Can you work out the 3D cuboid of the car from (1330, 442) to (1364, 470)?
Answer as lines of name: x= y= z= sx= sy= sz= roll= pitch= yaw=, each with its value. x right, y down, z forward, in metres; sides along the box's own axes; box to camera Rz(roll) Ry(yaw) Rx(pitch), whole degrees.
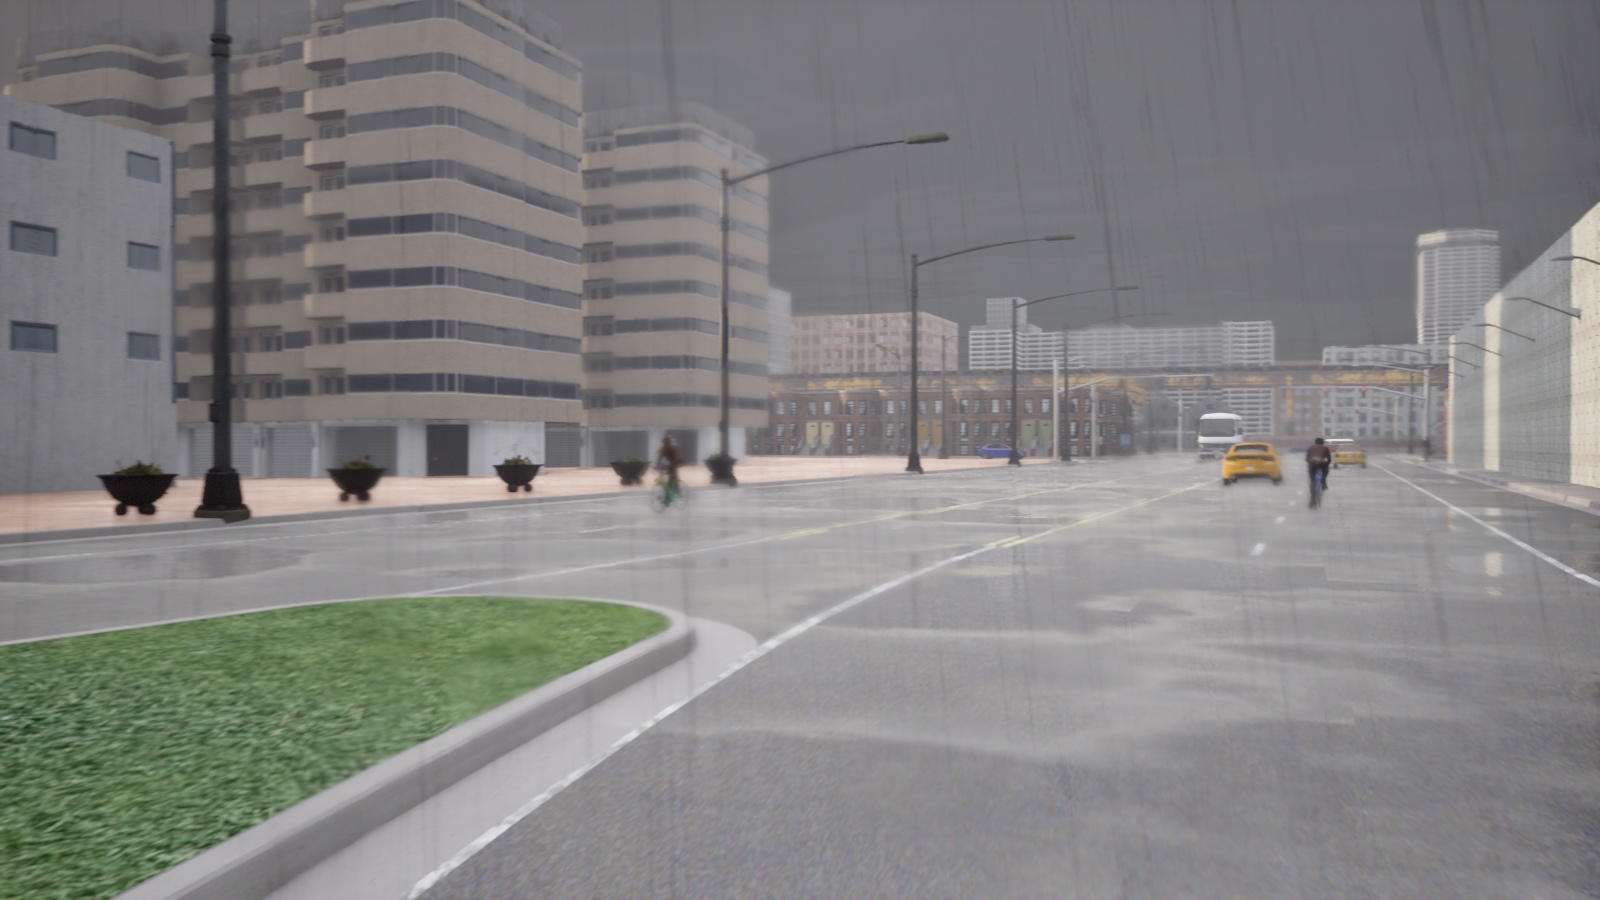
car: x=32.251 y=0.340 z=74.132 sx=1.801 sy=1.575 sz=5.366 roll=0 pitch=0 yaw=23

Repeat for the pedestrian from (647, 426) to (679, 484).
pedestrian: x=-4.616 y=0.160 z=42.286 sx=0.873 sy=1.952 sz=0.659 roll=0 pitch=0 yaw=-35

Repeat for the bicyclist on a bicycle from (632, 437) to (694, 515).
bicyclist on a bicycle: x=-2.922 y=0.539 z=26.993 sx=0.582 sy=1.620 sz=1.656 roll=0 pitch=1 yaw=23

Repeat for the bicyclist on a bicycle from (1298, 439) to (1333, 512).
bicyclist on a bicycle: x=11.732 y=0.565 z=28.542 sx=0.582 sy=1.620 sz=1.656 roll=0 pitch=0 yaw=27

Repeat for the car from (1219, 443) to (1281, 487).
car: x=16.527 y=0.502 z=45.986 sx=1.882 sy=1.535 sz=5.008 roll=0 pitch=0 yaw=23
